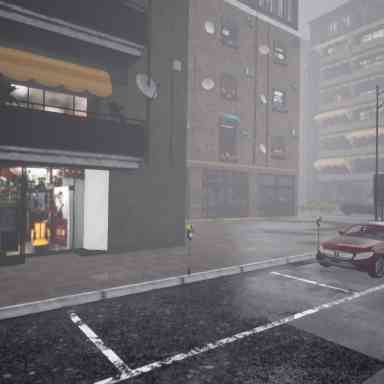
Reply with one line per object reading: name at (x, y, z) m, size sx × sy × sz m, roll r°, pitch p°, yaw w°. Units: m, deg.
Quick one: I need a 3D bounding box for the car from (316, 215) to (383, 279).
car at (5.543, 1.588, 10.100) m, size 4.206 × 1.307 × 1.802 m, roll 0°, pitch 1°, yaw -36°

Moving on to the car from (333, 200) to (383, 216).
car at (16.074, 1.532, 30.428) m, size 2.128 × 1.511 × 4.902 m, roll 2°, pitch -1°, yaw -37°

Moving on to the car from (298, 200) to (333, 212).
car at (15.272, 1.707, 40.731) m, size 1.752 × 1.417 × 4.829 m, roll 1°, pitch -1°, yaw -36°
